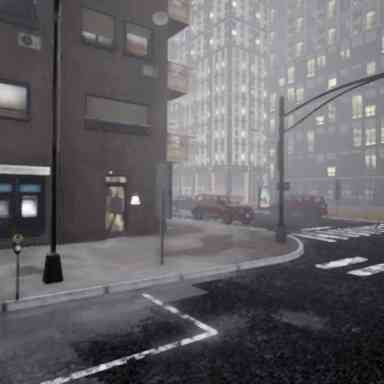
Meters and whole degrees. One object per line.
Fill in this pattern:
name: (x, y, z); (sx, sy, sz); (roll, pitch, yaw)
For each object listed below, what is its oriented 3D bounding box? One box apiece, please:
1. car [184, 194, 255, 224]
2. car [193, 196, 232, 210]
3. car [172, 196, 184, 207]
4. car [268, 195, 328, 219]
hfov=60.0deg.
car: (1.966, 1.092, 22.538); (2.192, 1.841, 5.009); (2, 0, -36)
car: (2.183, 1.202, 36.489); (1.947, 1.339, 4.313); (2, 0, -36)
car: (-1.076, 1.097, 40.977); (1.947, 1.339, 4.313); (2, 0, -36)
car: (8.710, 1.159, 27.512); (2.192, 1.841, 5.009); (2, 0, -36)
